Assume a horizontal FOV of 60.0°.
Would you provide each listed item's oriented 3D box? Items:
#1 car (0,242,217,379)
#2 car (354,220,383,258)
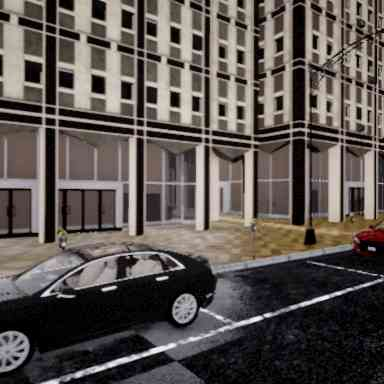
[{"bbox_3d":[-1.597,1.556,5.418,4.403,1.369,2.008,0,0,-35],"label":"car"},{"bbox_3d":[7.601,1.587,11.979,4.507,1.381,1.887,0,0,-35],"label":"car"}]
